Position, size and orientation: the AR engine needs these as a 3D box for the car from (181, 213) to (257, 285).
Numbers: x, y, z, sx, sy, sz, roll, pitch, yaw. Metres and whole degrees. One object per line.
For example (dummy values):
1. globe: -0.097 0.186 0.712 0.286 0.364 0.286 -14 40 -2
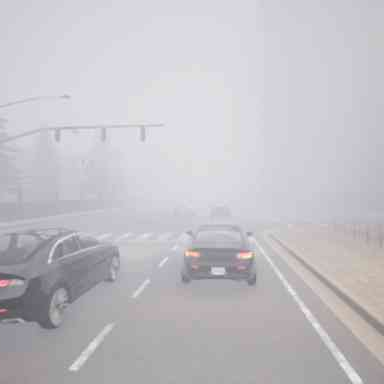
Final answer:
1. car: 0.781 1.569 9.555 1.812 1.442 4.674 0 0 5

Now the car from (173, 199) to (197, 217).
1. car: -0.696 1.694 32.991 1.812 1.442 4.674 0 0 5

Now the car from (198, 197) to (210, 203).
1. car: 3.145 1.910 80.775 1.994 1.385 4.181 0 0 30

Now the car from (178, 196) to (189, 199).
1. car: -1.533 1.634 65.556 2.097 1.767 4.553 0 0 6

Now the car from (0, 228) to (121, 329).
1. car: -2.970 1.516 7.018 2.128 1.511 4.902 0 0 5

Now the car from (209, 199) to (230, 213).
1. car: 2.801 1.709 32.684 1.812 1.442 4.674 0 0 5
